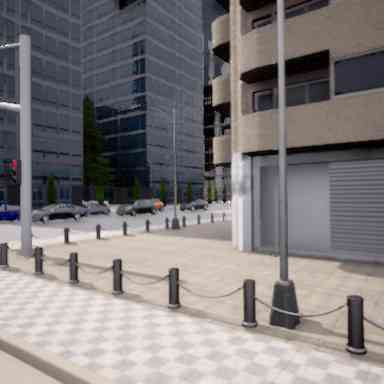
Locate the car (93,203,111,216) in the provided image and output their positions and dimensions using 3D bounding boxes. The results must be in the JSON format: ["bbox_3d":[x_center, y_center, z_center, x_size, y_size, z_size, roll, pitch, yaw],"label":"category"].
[{"bbox_3d":[-10.473,1.845,34.399,1.994,1.385,4.181,-1,0,36],"label":"car"}]

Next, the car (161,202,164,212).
[{"bbox_3d":[-5.536,1.632,41.251,2.097,1.767,4.553,-1,0,36],"label":"car"}]

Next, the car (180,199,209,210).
[{"bbox_3d":[0.428,1.804,49.482,1.812,1.442,4.674,-1,0,36],"label":"car"}]

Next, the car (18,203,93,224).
[{"bbox_3d":[-11.139,1.731,27.502,2.128,1.511,4.902,-1,0,36],"label":"car"}]

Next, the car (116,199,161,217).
[{"bbox_3d":[-5.801,1.591,34.907,2.097,1.767,4.553,-1,0,36],"label":"car"}]

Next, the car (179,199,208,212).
[{"bbox_3d":[0.270,1.743,43.306,1.837,1.490,4.892,-1,0,36],"label":"car"}]

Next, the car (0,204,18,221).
[{"bbox_3d":[-15.741,1.760,27.114,1.882,1.535,5.008,-1,0,36],"label":"car"}]
